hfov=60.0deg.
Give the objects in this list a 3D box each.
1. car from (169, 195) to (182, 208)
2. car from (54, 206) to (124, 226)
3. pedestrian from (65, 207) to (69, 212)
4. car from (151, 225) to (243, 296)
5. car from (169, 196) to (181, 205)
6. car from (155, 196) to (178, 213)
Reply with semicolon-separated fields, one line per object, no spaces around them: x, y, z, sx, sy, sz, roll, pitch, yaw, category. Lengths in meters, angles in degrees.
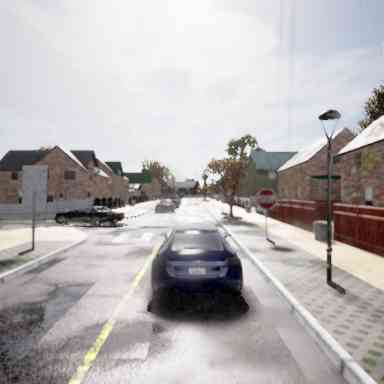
-2.834;1.256;45.928;2.097;1.767;4.553;0;0;0;car
-7.094;1.638;22.769;4.718;1.301;1.895;-2;-2;24;car
-9.909;1.730;26.344;0.500;1.100;0.500;0;-2;5;pedestrian
0.101;1.533;8.608;1.994;1.385;4.181;0;0;0;car
-2.800;1.411;56.386;1.837;1.490;4.892;0;0;1;car
-2.844;1.475;35.959;1.994;1.385;4.181;0;0;0;car
